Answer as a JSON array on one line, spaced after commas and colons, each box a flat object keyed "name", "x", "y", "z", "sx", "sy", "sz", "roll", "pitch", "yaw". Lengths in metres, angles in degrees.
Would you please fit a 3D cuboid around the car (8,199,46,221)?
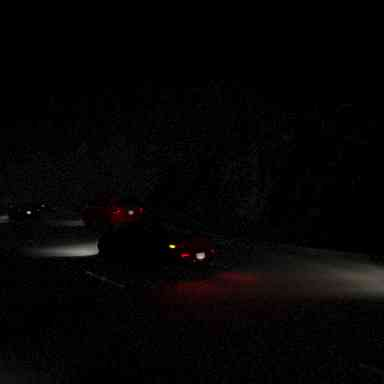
[{"name": "car", "x": -13.621, "y": 1.536, "z": 26.985, "sx": 1.994, "sy": 1.385, "sz": 4.181, "roll": 1, "pitch": 0, "yaw": -36}]

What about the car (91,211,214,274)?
[{"name": "car", "x": -1.296, "y": 1.556, "z": 10.749, "sx": 1.812, "sy": 1.442, "sz": 4.674, "roll": 1, "pitch": 0, "yaw": -42}]

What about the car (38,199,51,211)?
[{"name": "car", "x": -17.838, "y": 1.540, "z": 38.819, "sx": 1.994, "sy": 1.385, "sz": 4.181, "roll": 1, "pitch": 0, "yaw": -36}]

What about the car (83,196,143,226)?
[{"name": "car", "x": -5.079, "y": 1.253, "z": 21.111, "sx": 2.150, "sy": 2.045, "sz": 5.566, "roll": 1, "pitch": 0, "yaw": -37}]
